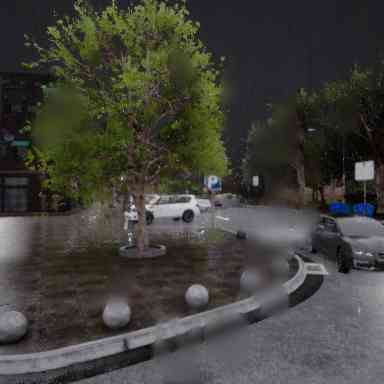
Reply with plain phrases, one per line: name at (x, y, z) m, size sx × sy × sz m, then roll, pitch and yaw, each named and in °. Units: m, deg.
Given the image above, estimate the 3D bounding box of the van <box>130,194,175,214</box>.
van at (-4.312, 1.268, 36.346) m, size 4.442 × 1.987 × 1.878 m, roll -1°, pitch 0°, yaw -30°

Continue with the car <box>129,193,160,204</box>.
car at (-9.414, 1.276, 66.008) m, size 5.566 × 2.045 × 2.435 m, roll -1°, pitch 0°, yaw -30°

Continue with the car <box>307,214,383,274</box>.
car at (5.116, 1.506, 10.638) m, size 1.837 × 1.490 × 4.892 m, roll 1°, pitch 0°, yaw 3°

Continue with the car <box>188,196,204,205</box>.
car at (0.707, 1.524, 62.562) m, size 2.128 × 1.511 × 4.902 m, roll 0°, pitch 0°, yaw -10°

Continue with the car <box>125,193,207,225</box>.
car at (-2.107, 1.237, 24.558) m, size 5.566 × 2.045 × 2.435 m, roll -1°, pitch 0°, yaw -30°

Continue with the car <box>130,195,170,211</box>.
car at (-5.293, 1.369, 42.314) m, size 4.553 × 1.767 × 2.185 m, roll -1°, pitch 0°, yaw -30°

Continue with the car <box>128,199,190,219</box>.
car at (-2.992, 1.484, 30.589) m, size 5.366 × 1.575 × 1.946 m, roll -1°, pitch 0°, yaw -30°

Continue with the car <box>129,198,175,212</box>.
car at (-4.728, 1.493, 39.365) m, size 5.008 × 1.535 × 2.097 m, roll -1°, pitch 0°, yaw -30°

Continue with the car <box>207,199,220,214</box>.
car at (1.271, 1.532, 35.768) m, size 1.812 × 1.442 × 4.674 m, roll 0°, pitch 0°, yaw -10°

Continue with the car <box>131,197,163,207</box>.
car at (-7.322, 1.533, 54.175) m, size 4.792 × 1.488 × 2.163 m, roll -1°, pitch 0°, yaw -30°

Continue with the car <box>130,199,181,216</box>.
car at (-3.688, 1.531, 33.453) m, size 4.674 × 1.452 × 2.002 m, roll -1°, pitch 0°, yaw -30°

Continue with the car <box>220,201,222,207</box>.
car at (3.018, 1.615, 49.951) m, size 1.895 × 1.301 × 4.718 m, roll 0°, pitch 0°, yaw -10°

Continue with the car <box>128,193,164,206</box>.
car at (-7.843, 1.257, 57.129) m, size 5.566 × 2.045 × 2.435 m, roll -1°, pitch 0°, yaw -30°

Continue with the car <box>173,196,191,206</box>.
car at (-1.618, 1.362, 52.513) m, size 2.033 × 1.411 × 5.357 m, roll 0°, pitch 0°, yaw -10°
